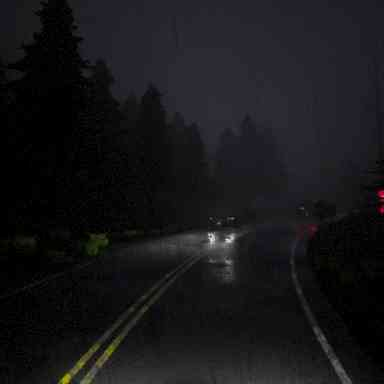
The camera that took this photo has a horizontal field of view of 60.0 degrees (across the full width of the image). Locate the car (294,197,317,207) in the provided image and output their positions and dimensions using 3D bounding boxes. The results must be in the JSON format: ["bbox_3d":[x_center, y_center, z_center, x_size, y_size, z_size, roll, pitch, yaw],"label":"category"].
[{"bbox_3d":[20.569,1.837,60.478,1.837,1.490,4.892,2,-5,-8],"label":"car"}]

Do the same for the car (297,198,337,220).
[{"bbox_3d":[9.908,1.365,26.166,2.128,1.511,4.902,-4,-2,39],"label":"car"}]

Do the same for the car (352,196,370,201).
[{"bbox_3d":[20.659,1.244,40.621,1.812,1.442,4.674,-2,-1,27],"label":"car"}]

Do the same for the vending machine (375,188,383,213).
[{"bbox_3d":[17.245,0.771,29.723,1.100,2.100,0.880,-11,-12,43],"label":"vending machine"}]

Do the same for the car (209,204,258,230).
[{"bbox_3d":[2.790,1.582,21.756,2.128,1.511,4.902,-3,-1,30],"label":"car"}]
